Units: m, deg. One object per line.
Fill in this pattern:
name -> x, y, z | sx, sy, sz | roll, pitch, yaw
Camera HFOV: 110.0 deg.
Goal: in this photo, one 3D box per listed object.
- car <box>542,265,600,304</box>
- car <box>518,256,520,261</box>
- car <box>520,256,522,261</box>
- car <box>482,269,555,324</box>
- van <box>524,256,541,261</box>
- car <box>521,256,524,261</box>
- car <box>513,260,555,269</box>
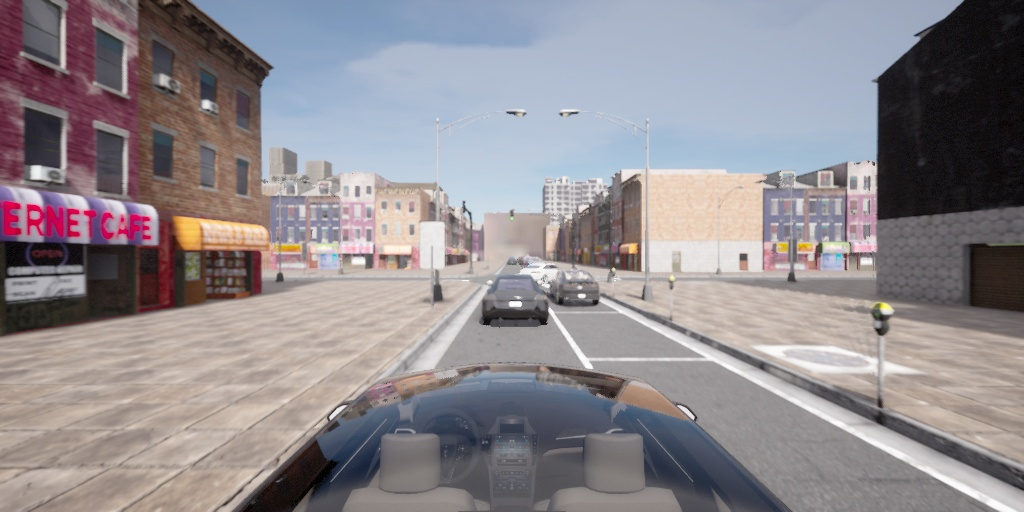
car -> 2.632, 1.260, 15.679 | 2.007, 1.370, 4.403 | 0, 0, 0
car -> 2.615, 0.938, 64.579 | 2.192, 1.841, 5.009 | 0, 0, 0
car -> 2.619, 1.078, 53.632 | 1.967, 1.591, 4.097 | 0, 0, 0
car -> 0.095, 1.283, 11.842 | 1.994, 1.385, 4.181 | 0, 0, 0
van -> 2.623, 0.997, 42.682 | 1.690, 1.789, 3.998 | 0, 0, 0
car -> 2.621, 1.087, 48.157 | 1.967, 1.591, 4.097 | 0, 0, 0
car -> 2.412, 1.225, 25.582 | 1.812, 1.442, 4.674 | -1, 0, 40
